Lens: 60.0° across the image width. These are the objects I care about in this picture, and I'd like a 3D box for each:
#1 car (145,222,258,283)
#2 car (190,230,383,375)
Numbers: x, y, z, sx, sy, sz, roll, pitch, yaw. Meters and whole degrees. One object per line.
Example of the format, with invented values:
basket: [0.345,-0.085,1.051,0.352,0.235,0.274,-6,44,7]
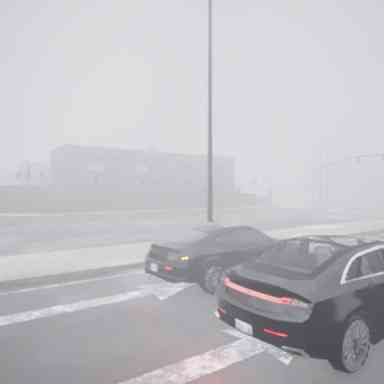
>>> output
car: [1.026,1.525,8.778,4.674,1.442,1.812,0,0,-36]
car: [2.628,1.490,5.619,4.902,1.511,2.128,0,0,-36]
